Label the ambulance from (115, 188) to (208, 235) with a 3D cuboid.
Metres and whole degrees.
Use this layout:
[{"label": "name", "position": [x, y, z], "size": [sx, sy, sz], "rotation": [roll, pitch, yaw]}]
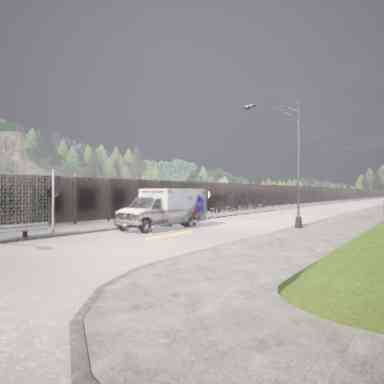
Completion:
[{"label": "ambulance", "position": [-1.663, 1.011, 19.887], "size": [2.351, 2.431, 6.366], "rotation": [0, 0, 36]}]
